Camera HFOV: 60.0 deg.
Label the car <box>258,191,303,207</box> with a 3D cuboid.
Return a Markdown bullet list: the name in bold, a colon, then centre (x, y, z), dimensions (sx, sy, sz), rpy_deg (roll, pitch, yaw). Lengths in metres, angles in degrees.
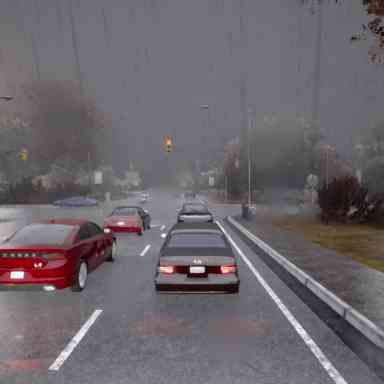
- **car**: centre (11.413, 0.897, 43.003), dimensions (5.566, 2.045, 2.150), rpy_deg (0, 1, -3)

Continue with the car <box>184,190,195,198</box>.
- **car**: centre (-0.480, 0.426, 86.064), dimensions (2.150, 2.045, 5.566), rpy_deg (0, 1, -4)

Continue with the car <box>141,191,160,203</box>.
- **car**: centre (-7.087, 0.791, 55.178), dimensions (2.150, 2.045, 5.566), rpy_deg (0, 1, 0)

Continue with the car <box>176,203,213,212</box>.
- **car**: centre (0.131, 1.380, 18.556), dimensions (2.128, 1.511, 4.902), rpy_deg (0, 0, -1)

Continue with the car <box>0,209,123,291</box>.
- **car**: centre (-3.396, 1.445, 8.936), dimensions (1.882, 1.535, 5.008), rpy_deg (0, 0, 0)

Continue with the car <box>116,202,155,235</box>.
- **car**: centre (-3.397, 1.458, 17.923), dimensions (1.994, 1.385, 4.181), rpy_deg (0, 0, 0)

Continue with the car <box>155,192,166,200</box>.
- **car**: centre (-7.114, 0.872, 75.739), dimensions (2.128, 1.511, 4.902), rpy_deg (0, 1, -1)

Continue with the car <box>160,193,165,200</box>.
- **car**: centre (-7.046, 0.962, 65.351), dimensions (2.128, 1.511, 4.902), rpy_deg (0, 1, 0)

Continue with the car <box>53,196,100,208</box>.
- **car**: centre (-14.370, 1.235, 41.551), dimensions (5.357, 1.411, 2.033), rpy_deg (0, 1, -3)

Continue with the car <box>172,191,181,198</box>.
- **car**: centre (-4.003, 0.720, 86.388), dimensions (2.128, 1.511, 4.902), rpy_deg (0, 1, -4)

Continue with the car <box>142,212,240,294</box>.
- **car**: centre (0.101, 1.516, 8.863), dimensions (2.033, 1.411, 5.357), rpy_deg (0, 0, 0)
